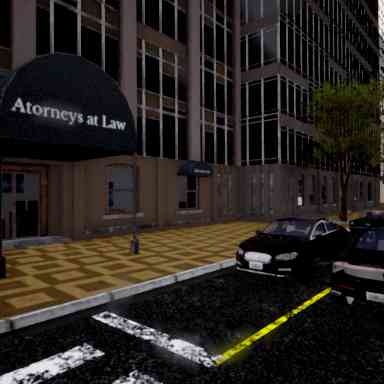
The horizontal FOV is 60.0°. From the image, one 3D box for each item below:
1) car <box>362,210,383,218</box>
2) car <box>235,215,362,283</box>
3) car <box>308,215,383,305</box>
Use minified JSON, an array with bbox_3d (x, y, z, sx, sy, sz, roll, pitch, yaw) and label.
[{"bbox_3d":[9.936,1.636,17.696,1.895,1.301,4.718,-1,-1,41],"label":"car"},{"bbox_3d":[3.172,1.523,9.945,2.128,1.511,4.902,-1,0,41],"label":"car"},{"bbox_3d":[4.587,1.496,7.232,2.128,1.511,4.902,-1,0,41],"label":"car"}]
